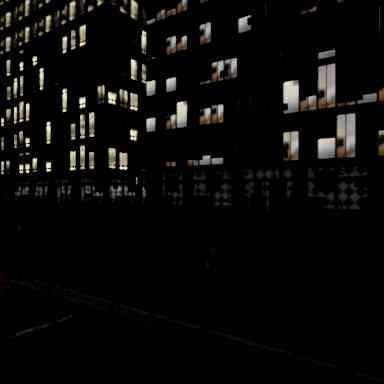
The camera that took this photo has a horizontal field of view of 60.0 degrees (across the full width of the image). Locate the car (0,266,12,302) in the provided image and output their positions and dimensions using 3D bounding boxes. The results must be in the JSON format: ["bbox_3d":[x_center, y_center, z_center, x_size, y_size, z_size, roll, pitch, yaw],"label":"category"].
[{"bbox_3d":[-5.554,1.525,6.846,4.829,1.417,1.752,0,0,36],"label":"car"}]
